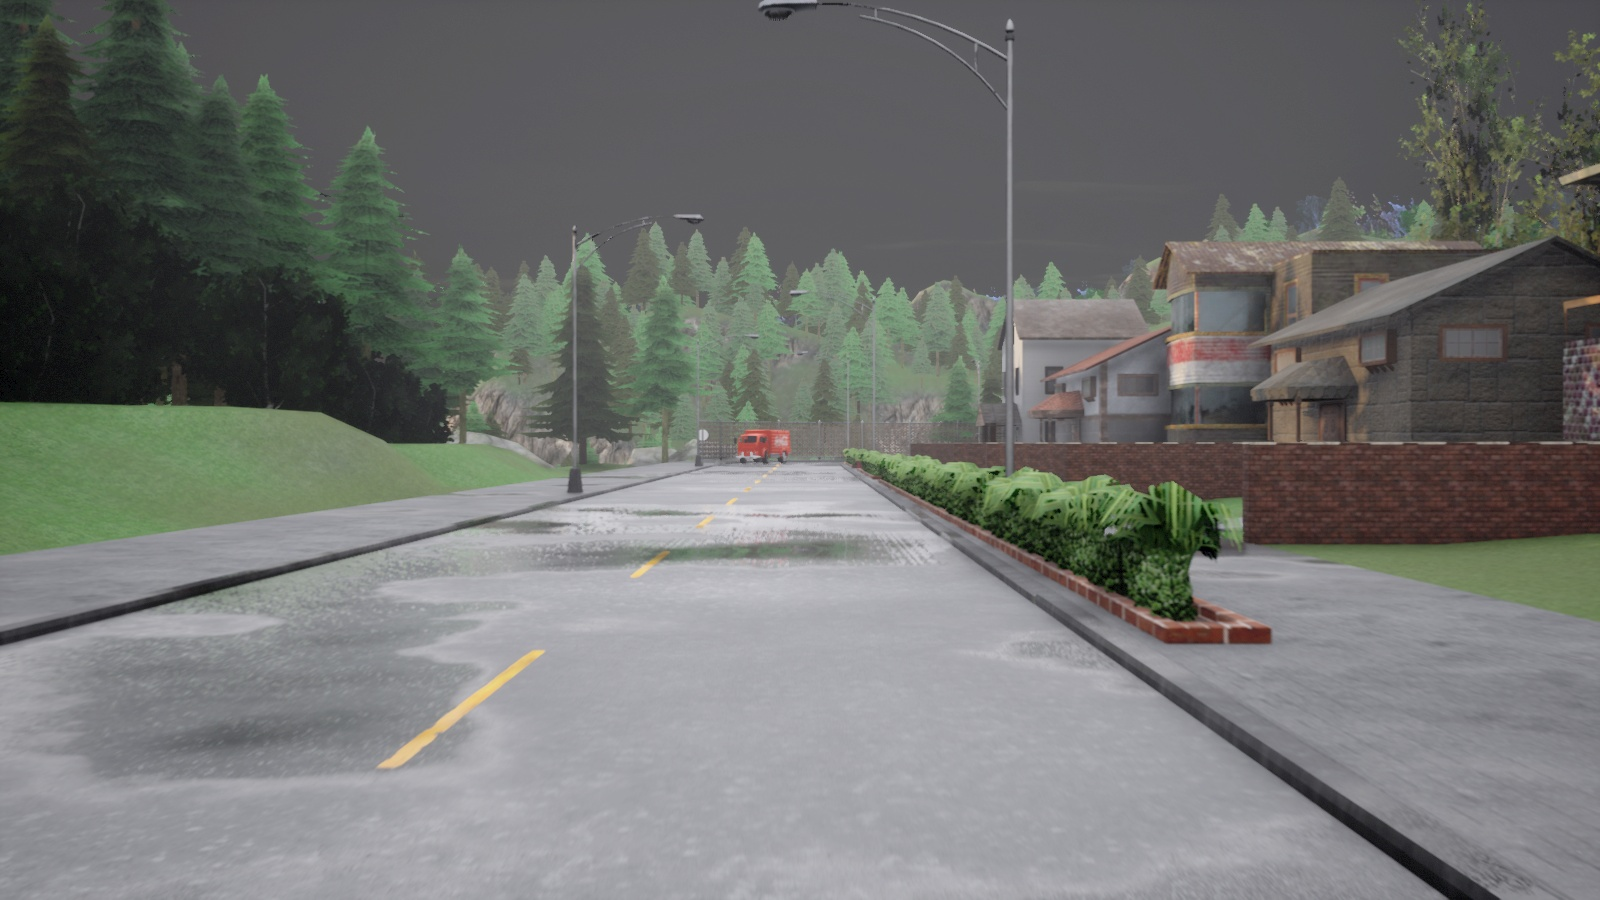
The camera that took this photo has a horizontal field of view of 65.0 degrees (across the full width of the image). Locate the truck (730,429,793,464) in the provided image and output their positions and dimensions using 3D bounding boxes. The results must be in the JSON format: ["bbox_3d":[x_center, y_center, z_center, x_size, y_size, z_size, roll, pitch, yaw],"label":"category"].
[{"bbox_3d":[-2.782,-0.261,92.077,2.627,2.467,5.204,0,0,23],"label":"truck"}]
